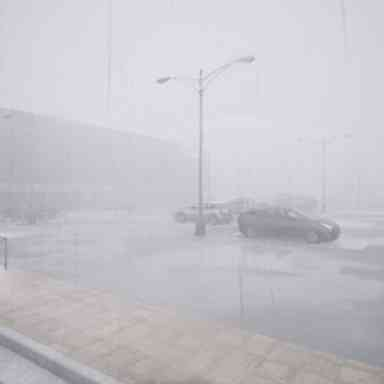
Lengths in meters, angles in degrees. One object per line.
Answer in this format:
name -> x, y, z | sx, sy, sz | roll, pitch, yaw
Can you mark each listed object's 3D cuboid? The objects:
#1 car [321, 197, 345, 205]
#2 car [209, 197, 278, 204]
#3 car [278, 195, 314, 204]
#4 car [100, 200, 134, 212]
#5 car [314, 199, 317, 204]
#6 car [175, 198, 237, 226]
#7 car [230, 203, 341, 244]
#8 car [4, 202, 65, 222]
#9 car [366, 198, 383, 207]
car -> 23.720, 1.533, 56.032 | 3.633, 1.501, 1.845 | 0, 0, 35
car -> 4.170, 1.314, 27.868 | 5.027, 1.636, 2.152 | 0, 0, 35
car -> 11.550, 1.237, 38.319 | 3.866, 1.878, 1.905 | 0, 0, 35
car -> -9.014, 1.663, 39.990 | 1.994, 1.385, 4.181 | 0, 0, 35
car -> 12.890, 1.256, 40.930 | 4.605, 1.855, 1.932 | 0, 0, 35
car -> 0.733, 1.393, 22.439 | 3.806, 1.475, 1.970 | 0, 0, 35
car -> 4.378, 1.477, 15.381 | 4.514, 1.523, 2.007 | 0, 0, 35
car -> -13.033, 1.600, 27.927 | 2.128, 1.511, 4.902 | 0, 0, 35
car -> 28.063, 1.562, 49.317 | 3.806, 1.475, 1.970 | 0, 0, 35
